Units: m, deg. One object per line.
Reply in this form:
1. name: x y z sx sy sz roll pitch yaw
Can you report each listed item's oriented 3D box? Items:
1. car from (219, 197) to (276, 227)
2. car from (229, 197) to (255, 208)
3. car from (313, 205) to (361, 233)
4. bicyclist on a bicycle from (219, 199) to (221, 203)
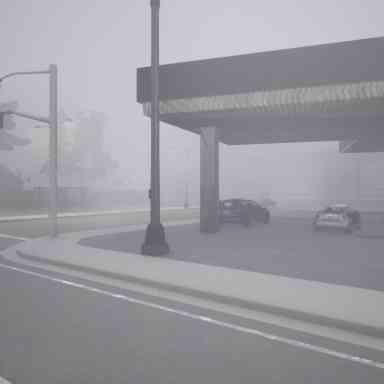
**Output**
1. car: 3.412 1.296 22.039 2.242 1.667 4.611 0 0 37
2. car: 7.510 1.507 49.828 1.837 1.490 4.892 0 0 36
3. car: 8.487 1.456 19.240 1.970 1.475 3.806 0 0 37
4. bicyclist on a bicycle: 2.532 1.388 29.694 0.582 1.620 1.656 0 -9 -36
